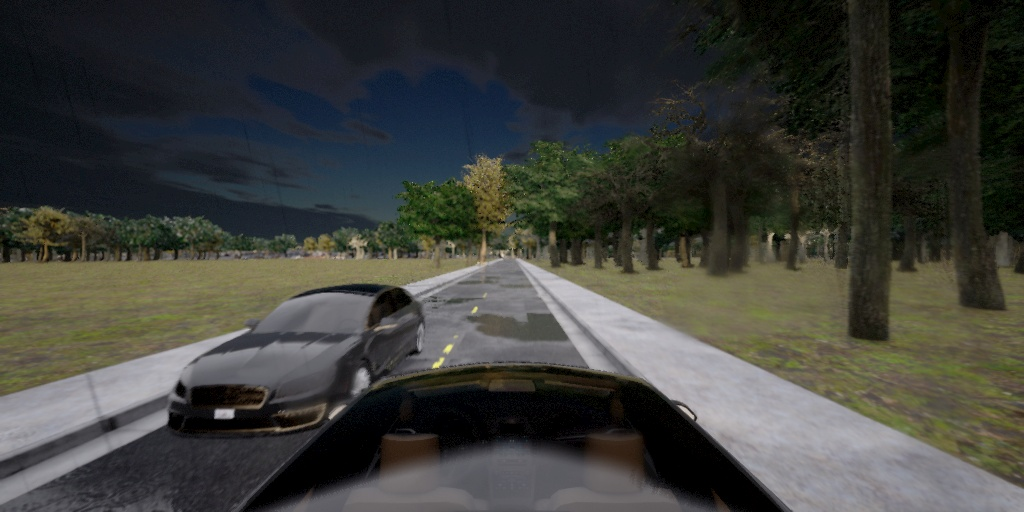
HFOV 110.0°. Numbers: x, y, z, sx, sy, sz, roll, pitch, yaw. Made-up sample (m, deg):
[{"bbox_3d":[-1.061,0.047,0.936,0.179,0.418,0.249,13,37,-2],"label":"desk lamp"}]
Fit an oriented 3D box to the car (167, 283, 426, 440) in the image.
[{"bbox_3d":[-2.746,1.259,5.853,1.837,1.490,4.892,0,0,0],"label":"car"}]
